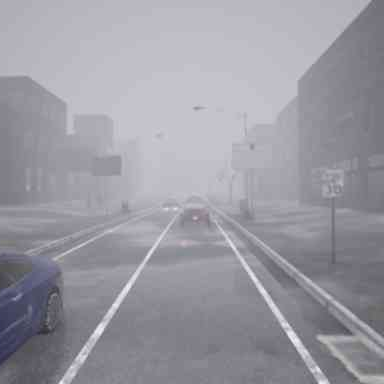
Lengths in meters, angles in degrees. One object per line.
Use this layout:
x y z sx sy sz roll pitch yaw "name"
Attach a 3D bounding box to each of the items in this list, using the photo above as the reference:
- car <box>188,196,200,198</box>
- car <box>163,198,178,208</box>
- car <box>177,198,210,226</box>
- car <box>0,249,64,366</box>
0.280 1.203 39.239 2.097 1.767 4.553 -1 0 0 "car"
-2.865 1.461 46.123 1.994 1.385 4.181 -1 0 1 "car"
0.194 1.326 21.544 1.812 1.442 4.674 -1 0 0 "car"
-3.080 1.520 3.948 1.812 1.442 4.674 -1 1 0 "car"
